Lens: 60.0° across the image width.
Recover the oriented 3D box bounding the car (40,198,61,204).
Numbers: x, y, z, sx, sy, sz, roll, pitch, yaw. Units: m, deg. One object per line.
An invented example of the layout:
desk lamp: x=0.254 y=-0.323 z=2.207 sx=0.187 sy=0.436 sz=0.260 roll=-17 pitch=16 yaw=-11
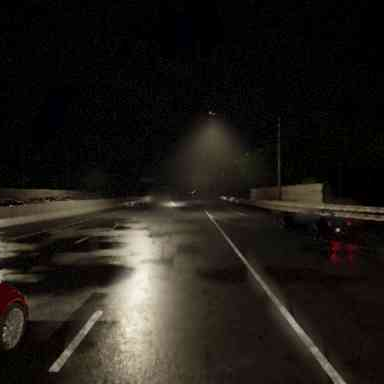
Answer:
car: x=-24.530 y=1.834 z=59.114 sx=1.895 sy=1.301 sz=4.718 roll=0 pitch=0 yaw=0

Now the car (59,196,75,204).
car: x=-28.068 y=1.776 z=74.897 sx=1.882 sy=1.535 sz=5.008 roll=0 pitch=0 yaw=0

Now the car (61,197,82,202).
car: x=-21.044 y=1.760 z=59.118 sx=1.812 sy=1.442 sz=4.674 roll=0 pitch=0 yaw=1

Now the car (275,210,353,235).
car: x=6.909 y=1.688 z=19.485 sx=1.895 sy=1.301 sz=4.718 roll=0 pitch=0 yaw=-20

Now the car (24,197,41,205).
car: x=-28.025 y=1.712 z=59.279 sx=1.882 sy=1.535 sz=5.008 roll=0 pitch=0 yaw=0

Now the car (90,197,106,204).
car: x=-21.067 y=1.841 z=74.871 sx=2.033 sy=1.411 sz=5.357 roll=0 pitch=0 yaw=0

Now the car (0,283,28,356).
car: x=-3.400 y=1.535 z=3.123 sx=1.812 sy=1.442 sz=4.674 roll=0 pitch=0 yaw=0

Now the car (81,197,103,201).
car: x=-17.550 y=1.798 z=59.151 sx=1.994 sy=1.385 sz=4.181 roll=0 pitch=0 yaw=1

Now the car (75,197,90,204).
car: x=-24.568 y=1.801 z=74.903 sx=1.837 sy=1.490 sz=4.892 roll=0 pitch=0 yaw=0
